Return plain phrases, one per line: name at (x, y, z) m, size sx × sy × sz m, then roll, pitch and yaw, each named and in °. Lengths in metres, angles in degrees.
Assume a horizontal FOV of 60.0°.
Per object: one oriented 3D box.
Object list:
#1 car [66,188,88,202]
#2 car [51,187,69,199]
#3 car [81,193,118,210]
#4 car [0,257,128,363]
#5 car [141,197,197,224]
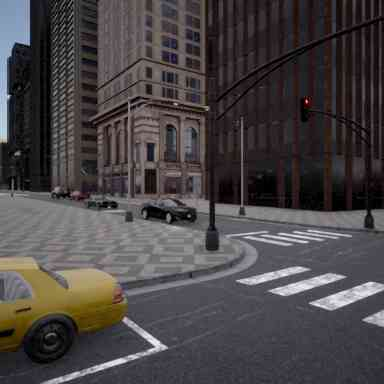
car at (-15.965, 0.575, 47.490) m, size 1.882 × 1.535 × 5.008 m, roll 0°, pitch 1°, yaw -35°
car at (-21.926, 0.132, 55.751) m, size 2.150 × 2.045 × 5.566 m, roll 0°, pitch 1°, yaw -36°
car at (-8.802, 1.013, 32.065) m, size 1.895 × 1.301 × 4.718 m, roll 0°, pitch 1°, yaw -36°
car at (-3.283, 1.525, 4.308) m, size 4.829 × 1.417 × 1.752 m, roll 0°, pitch 0°, yaw -35°
car at (-1.618, 1.128, 22.020) m, size 1.882 × 1.535 × 5.008 m, roll 0°, pitch 1°, yaw -36°
